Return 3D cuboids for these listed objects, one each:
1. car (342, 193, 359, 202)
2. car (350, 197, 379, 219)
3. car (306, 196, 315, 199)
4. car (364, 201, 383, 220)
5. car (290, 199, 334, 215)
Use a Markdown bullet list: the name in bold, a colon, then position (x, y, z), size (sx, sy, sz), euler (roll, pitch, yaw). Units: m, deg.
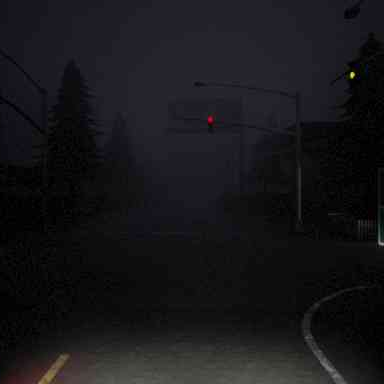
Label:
- **car**: position (34.998, 1.472, 71.732), size (2.007, 1.523, 4.514), euler (0, 0, 0)
- **car**: position (14.400, 1.499, 24.900), size (3.866, 1.878, 1.905), euler (0, 0, 0)
- **car**: position (22.585, 1.537, 63.956), size (1.970, 1.475, 3.806), euler (0, 0, 0)
- **car**: position (18.734, 1.664, 30.565), size (4.611, 1.667, 2.242), euler (0, 0, 0)
- **car**: position (12.682, 1.747, 35.651), size (4.181, 1.385, 1.994), euler (0, 0, -18)
